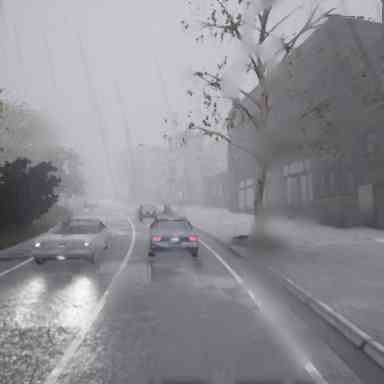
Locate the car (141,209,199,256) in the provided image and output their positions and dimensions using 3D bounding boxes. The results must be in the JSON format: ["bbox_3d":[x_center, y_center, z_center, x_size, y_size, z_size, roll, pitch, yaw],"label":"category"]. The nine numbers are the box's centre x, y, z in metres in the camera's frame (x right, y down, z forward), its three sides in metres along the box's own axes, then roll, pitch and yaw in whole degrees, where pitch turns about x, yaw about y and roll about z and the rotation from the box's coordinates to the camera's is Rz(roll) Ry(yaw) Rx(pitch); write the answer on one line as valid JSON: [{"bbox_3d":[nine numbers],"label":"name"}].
[{"bbox_3d":[-0.851,1.660,13.595,2.033,1.411,5.357,1,-1,-6],"label":"car"}]

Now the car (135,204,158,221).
[{"bbox_3d":[-4.106,1.826,30.538,2.033,1.411,5.357,1,-1,-15],"label":"car"}]

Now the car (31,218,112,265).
[{"bbox_3d":[-4.153,1.677,12.156,1.895,1.301,4.718,0,0,-7],"label":"car"}]

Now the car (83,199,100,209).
[{"bbox_3d":[-15.572,1.848,51.334,1.812,1.442,4.674,3,-1,-26],"label":"car"}]
